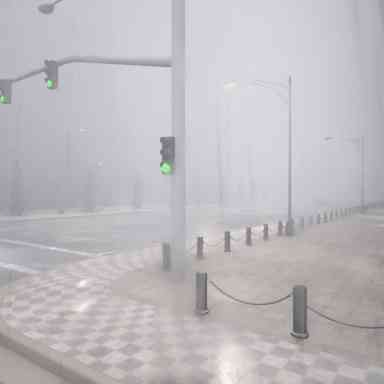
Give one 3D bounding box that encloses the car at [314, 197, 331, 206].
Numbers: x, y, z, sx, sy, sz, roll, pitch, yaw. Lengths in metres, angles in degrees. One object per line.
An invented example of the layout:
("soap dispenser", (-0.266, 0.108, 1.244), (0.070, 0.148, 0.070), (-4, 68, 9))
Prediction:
("car", (21.417, 1.508, 54.572), (1.994, 1.385, 4.181), (0, 0, 35))
